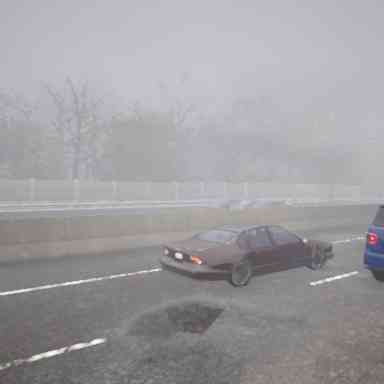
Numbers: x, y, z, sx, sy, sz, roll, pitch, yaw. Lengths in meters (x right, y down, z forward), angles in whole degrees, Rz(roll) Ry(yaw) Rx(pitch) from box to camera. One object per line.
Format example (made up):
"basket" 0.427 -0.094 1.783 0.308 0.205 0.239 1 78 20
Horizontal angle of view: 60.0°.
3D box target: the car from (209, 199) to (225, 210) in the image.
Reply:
"car" 4.088 1.515 36.987 4.892 1.490 1.837 0 0 -35

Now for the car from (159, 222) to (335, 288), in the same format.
"car" 1.735 1.548 9.282 5.357 1.411 2.033 0 0 -35

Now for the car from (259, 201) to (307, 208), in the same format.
"car" 7.946 1.609 26.848 4.718 1.301 1.895 0 0 -35

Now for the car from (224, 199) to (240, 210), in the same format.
"car" 5.912 1.536 33.991 4.674 1.442 1.812 0 0 -35

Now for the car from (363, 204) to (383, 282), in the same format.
"car" 6.590 1.223 8.445 5.566 2.045 2.150 0 0 -35

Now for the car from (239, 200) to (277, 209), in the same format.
"car" 6.991 1.514 30.463 4.892 1.490 1.837 0 0 -35
